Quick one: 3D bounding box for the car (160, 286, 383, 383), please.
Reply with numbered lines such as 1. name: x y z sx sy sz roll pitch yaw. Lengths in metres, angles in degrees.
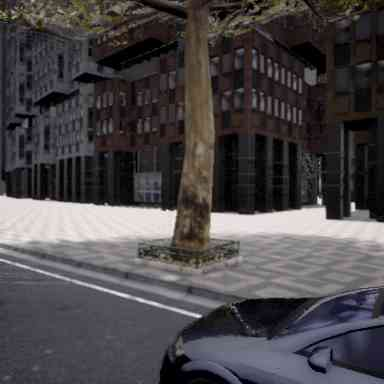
1. car: 1.736 1.565 2.812 4.181 1.385 1.994 1 0 36
